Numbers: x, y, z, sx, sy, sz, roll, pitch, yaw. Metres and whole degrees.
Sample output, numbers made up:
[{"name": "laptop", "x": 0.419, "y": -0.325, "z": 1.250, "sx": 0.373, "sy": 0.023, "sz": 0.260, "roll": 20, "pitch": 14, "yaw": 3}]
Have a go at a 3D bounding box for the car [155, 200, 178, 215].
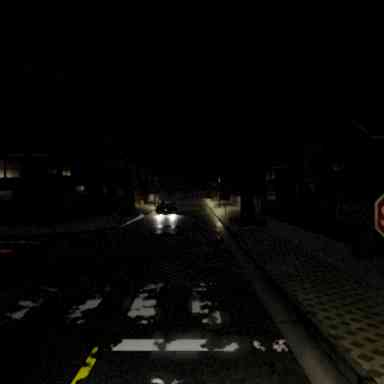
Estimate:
[{"name": "car", "x": -2.441, "y": 1.492, "z": 32.945, "sx": 1.994, "sy": 1.385, "sz": 4.181, "roll": 0, "pitch": 0, "yaw": 1}]
